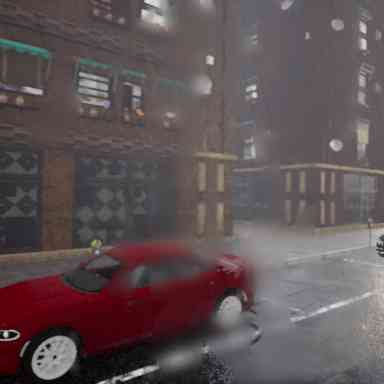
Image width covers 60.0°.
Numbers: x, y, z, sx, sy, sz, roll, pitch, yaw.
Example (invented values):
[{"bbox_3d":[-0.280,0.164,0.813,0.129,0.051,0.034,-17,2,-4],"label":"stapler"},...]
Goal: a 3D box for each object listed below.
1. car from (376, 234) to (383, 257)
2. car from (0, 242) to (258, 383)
[{"bbox_3d":[8.337,1.654,11.993,4.403,1.369,2.008,1,0,-35],"label":"car"},{"bbox_3d":[-0.896,1.562,5.408,4.507,1.381,1.887,1,0,-35],"label":"car"}]
